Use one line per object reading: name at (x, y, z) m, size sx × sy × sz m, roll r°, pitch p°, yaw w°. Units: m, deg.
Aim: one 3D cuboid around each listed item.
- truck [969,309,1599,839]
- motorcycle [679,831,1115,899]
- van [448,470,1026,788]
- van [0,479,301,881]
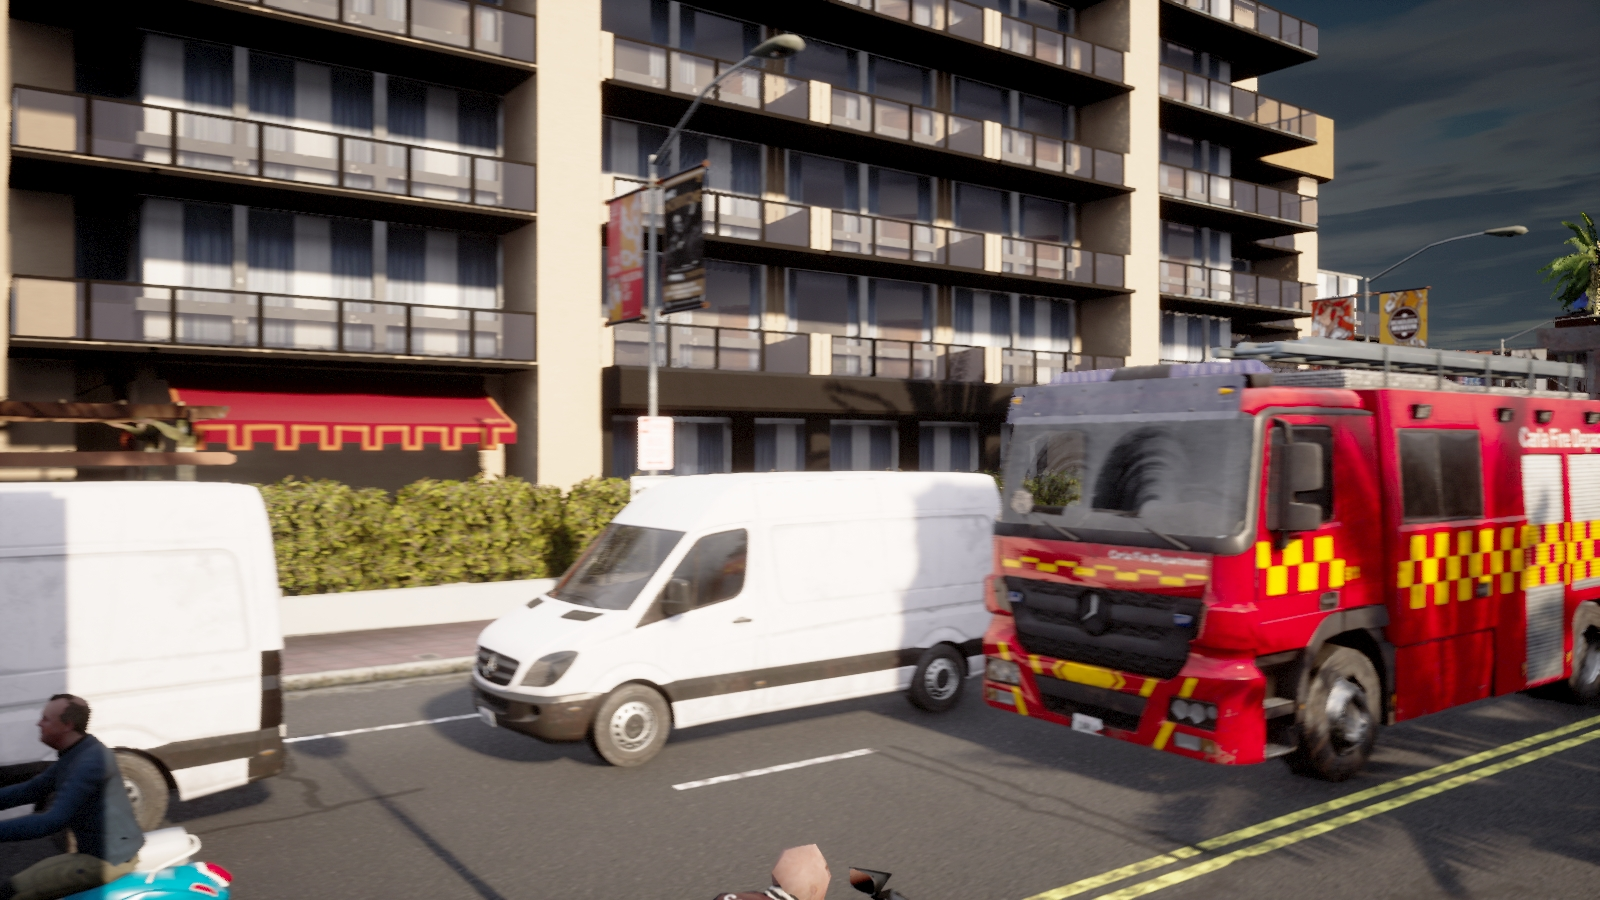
truck at (5.854, 0.890, 11.873) m, size 8.468 × 3.827 × 2.891 m, roll 0°, pitch 0°, yaw -35°
motorcycle at (-0.042, 2.205, 3.748) m, size 2.209 × 1.251 × 0.867 m, roll 0°, pitch 0°, yaw -35°
van at (-0.438, 1.534, 12.024) m, size 5.915 × 2.561 × 1.988 m, roll 0°, pitch 0°, yaw -35°
van at (-6.708, 1.534, 7.625) m, size 5.915 × 2.561 × 1.988 m, roll 0°, pitch 0°, yaw -35°
